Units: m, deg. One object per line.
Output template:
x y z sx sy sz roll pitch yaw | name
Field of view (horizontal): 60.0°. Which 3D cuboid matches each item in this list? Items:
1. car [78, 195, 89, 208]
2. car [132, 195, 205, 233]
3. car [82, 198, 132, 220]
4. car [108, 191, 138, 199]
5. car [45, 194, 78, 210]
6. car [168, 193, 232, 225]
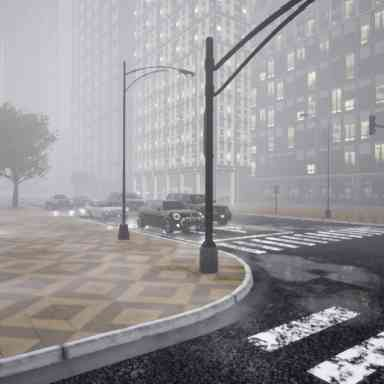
-13.545 1.164 40.674 2.128 1.511 4.902 0 0 -37 | car
-1.255 1.216 18.646 2.097 1.767 4.553 0 0 -37 | car
-6.618 1.393 25.862 1.895 1.301 4.718 0 0 -37 | car
-5.992 0.996 30.486 2.150 2.045 5.566 0 1 -36 | car
-14.629 1.030 36.678 2.097 1.767 4.553 0 0 -36 | car
0.187 1.085 22.155 2.150 2.045 5.566 0 0 -37 | car
